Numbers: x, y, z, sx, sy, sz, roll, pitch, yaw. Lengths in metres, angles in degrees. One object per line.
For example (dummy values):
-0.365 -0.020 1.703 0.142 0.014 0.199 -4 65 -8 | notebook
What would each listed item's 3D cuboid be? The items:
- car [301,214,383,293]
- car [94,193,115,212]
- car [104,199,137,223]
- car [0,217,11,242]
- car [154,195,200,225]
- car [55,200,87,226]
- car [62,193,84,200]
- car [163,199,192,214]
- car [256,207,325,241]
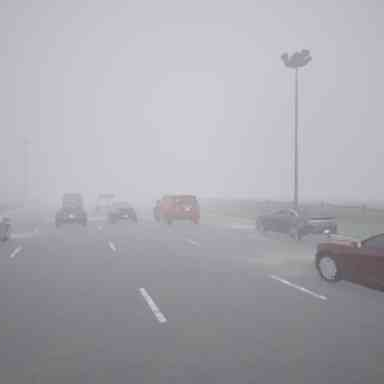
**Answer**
4.750 1.478 6.967 1.882 1.535 5.008 0 0 -19 | car
-10.185 1.147 38.804 2.150 2.045 5.566 0 0 -19 | car
-5.301 1.481 24.948 1.812 1.442 4.674 0 0 -19 | car
-8.592 1.470 13.227 1.837 1.490 4.892 0 0 -19 | car
-1.186 1.188 23.803 2.150 2.045 5.566 0 0 -19 | car
-8.396 1.516 23.198 1.994 1.385 4.181 0 0 -19 | car
-13.428 1.142 37.474 2.150 2.045 5.566 0 0 -19 | car
-1.658 1.474 35.637 1.812 1.442 4.674 0 -1 -19 | car
5.030 1.478 16.695 2.128 1.511 4.902 0 0 -19 | car
